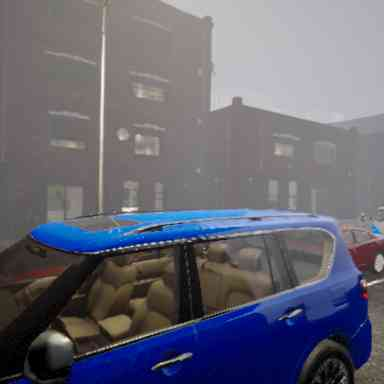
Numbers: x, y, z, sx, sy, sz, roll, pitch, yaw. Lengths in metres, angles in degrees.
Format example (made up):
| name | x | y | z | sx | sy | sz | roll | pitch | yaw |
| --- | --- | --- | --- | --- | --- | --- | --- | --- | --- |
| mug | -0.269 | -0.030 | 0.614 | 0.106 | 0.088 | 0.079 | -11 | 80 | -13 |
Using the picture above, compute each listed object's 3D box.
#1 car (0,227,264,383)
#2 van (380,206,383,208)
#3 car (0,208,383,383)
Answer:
| name | x | y | z | sx | sy | sz | roll | pitch | yaw |
| --- | --- | --- | --- | --- | --- | --- | --- | --- | --- |
| car | -1.002 | 1.553 | 5.922 | 4.507 | 1.381 | 1.887 | 0 | 1 | -35 |
| van | 8.303 | 1.384 | 12.457 | 3.998 | 1.788 | 1.690 | 0 | 1 | -35 |
| car | -0.634 | 1.225 | 2.914 | 5.566 | 2.045 | 2.150 | 0 | 0 | -36 |
